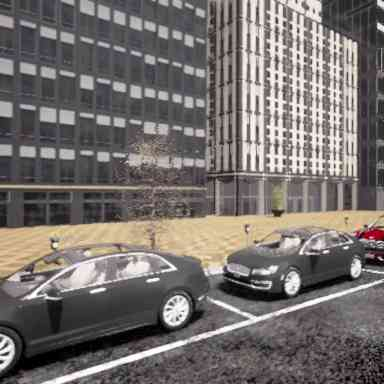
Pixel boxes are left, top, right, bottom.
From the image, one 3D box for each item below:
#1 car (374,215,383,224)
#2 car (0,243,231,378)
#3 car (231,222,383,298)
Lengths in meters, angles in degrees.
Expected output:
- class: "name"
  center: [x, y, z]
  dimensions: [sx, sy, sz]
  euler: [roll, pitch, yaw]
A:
- class: "car"
  center: [7.259, 1.519, 11.746]
  dimensions: [4.097, 1.590, 1.967]
  euler: [0, 0, -36]
- class: "car"
  center: [-1.733, 1.561, 5.329]
  dimensions: [4.403, 1.369, 2.008]
  euler: [0, 0, -36]
- class: "car"
  center: [2.763, 1.595, 8.538]
  dimensions: [4.403, 1.369, 2.008]
  euler: [0, 0, -36]
